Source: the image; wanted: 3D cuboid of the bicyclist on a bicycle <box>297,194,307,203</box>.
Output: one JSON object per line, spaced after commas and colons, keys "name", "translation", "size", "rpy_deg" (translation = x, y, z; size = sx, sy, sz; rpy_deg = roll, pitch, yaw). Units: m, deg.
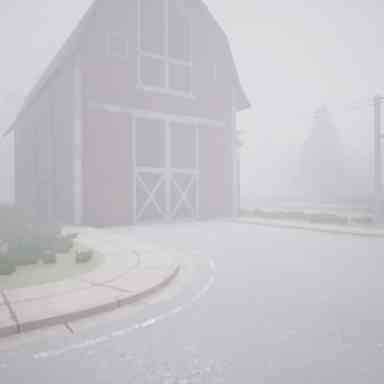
{"name": "bicyclist on a bicycle", "translation": [13.444, 1.048, 40.328], "size": [1.656, 1.620, 0.582], "rpy_deg": [45, -25, -24]}
